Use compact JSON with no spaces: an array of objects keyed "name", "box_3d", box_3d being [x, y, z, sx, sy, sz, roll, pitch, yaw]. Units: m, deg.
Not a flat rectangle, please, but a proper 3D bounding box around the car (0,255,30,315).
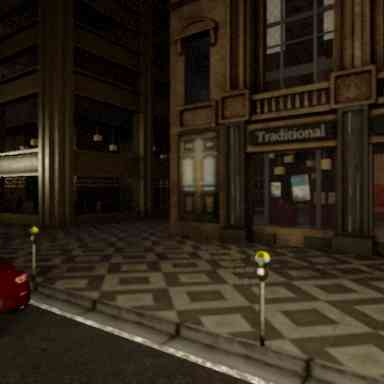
[{"name":"car","box_3d":[-4.691,1.570,6.239,4.206,1.307,1.802,0,0,35]}]
